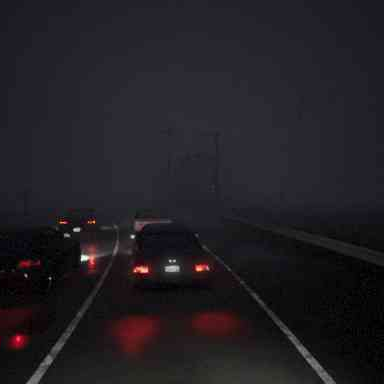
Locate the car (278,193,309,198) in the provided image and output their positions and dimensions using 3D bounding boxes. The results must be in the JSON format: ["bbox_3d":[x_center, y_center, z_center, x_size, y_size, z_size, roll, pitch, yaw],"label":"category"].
[{"bbox_3d":[19.531,1.217,65.470,5.566,2.045,2.150,0,0,-19],"label":"car"}]

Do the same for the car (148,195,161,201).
[{"bbox_3d":[-6.901,1.352,67.164,4.553,1.767,2.097,0,0,-20],"label":"car"}]

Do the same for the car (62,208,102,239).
[{"bbox_3d":[-5.689,1.525,17.142,1.812,1.442,4.674,0,0,-13],"label":"car"}]

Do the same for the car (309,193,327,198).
[{"bbox_3d":[27.497,1.221,76.299,5.566,2.045,2.150,0,0,-26],"label":"car"}]

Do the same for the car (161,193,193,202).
[{"bbox_3d":[-2.598,1.215,65.023,5.566,2.045,2.150,0,0,-20],"label":"car"}]

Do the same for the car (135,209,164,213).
[{"bbox_3d":[-2.375,1.600,18.476,1.895,1.301,4.718,0,0,-12],"label":"car"}]

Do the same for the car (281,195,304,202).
[{"bbox_3d":[23.597,1.521,78.321,4.902,1.511,2.128,0,0,-22],"label":"car"}]

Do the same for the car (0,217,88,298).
[{"bbox_3d":[-4.210,1.563,8.532,1.994,1.385,4.181,0,0,-6],"label":"car"}]

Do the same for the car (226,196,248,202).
[{"bbox_3d":[9.868,1.549,73.145,4.181,1.385,1.994,0,0,-20],"label":"car"}]

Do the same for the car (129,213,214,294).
[{"bbox_3d":[-0.695,1.547,8.975,2.033,1.411,5.357,0,0,-7],"label":"car"}]

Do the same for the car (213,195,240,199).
[{"bbox_3d":[5.744,1.348,60.589,4.553,1.767,2.097,0,0,-20],"label":"car"}]

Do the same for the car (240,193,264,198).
[{"bbox_3d":[12.682,1.221,70.439,5.566,2.045,2.150,0,0,-20],"label":"car"}]

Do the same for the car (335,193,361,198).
[{"bbox_3d":[34.217,1.221,71.973,5.566,2.045,2.150,0,0,-30],"label":"car"}]

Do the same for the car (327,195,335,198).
[{"bbox_3d":[36.742,1.403,86.526,4.718,1.301,1.895,0,0,-38],"label":"car"}]
